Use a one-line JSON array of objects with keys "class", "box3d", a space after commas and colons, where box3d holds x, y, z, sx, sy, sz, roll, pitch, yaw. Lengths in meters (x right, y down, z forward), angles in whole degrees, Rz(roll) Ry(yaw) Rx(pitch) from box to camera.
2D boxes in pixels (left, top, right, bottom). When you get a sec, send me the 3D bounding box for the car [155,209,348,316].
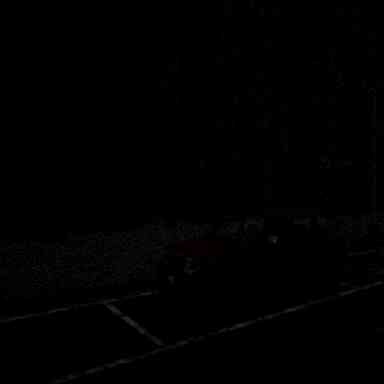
[{"class": "car", "box3d": [1.645, 1.369, 7.820, 5.009, 1.841, 2.192, 1, 0, -36]}]
